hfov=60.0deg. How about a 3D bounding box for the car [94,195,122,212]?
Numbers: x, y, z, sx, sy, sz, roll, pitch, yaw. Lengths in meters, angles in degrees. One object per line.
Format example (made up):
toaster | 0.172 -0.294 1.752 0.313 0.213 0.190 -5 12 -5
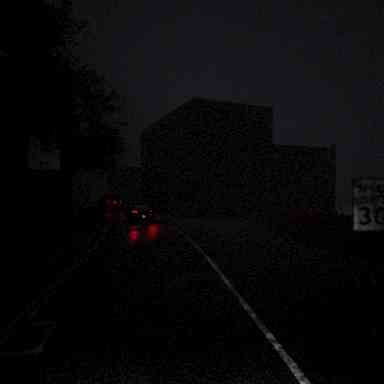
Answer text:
car | -10.387 1.350 41.930 2.150 2.045 5.566 0 0 -27

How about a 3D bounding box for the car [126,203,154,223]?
car | -4.137 1.573 26.175 1.812 1.442 4.674 0 0 -16
